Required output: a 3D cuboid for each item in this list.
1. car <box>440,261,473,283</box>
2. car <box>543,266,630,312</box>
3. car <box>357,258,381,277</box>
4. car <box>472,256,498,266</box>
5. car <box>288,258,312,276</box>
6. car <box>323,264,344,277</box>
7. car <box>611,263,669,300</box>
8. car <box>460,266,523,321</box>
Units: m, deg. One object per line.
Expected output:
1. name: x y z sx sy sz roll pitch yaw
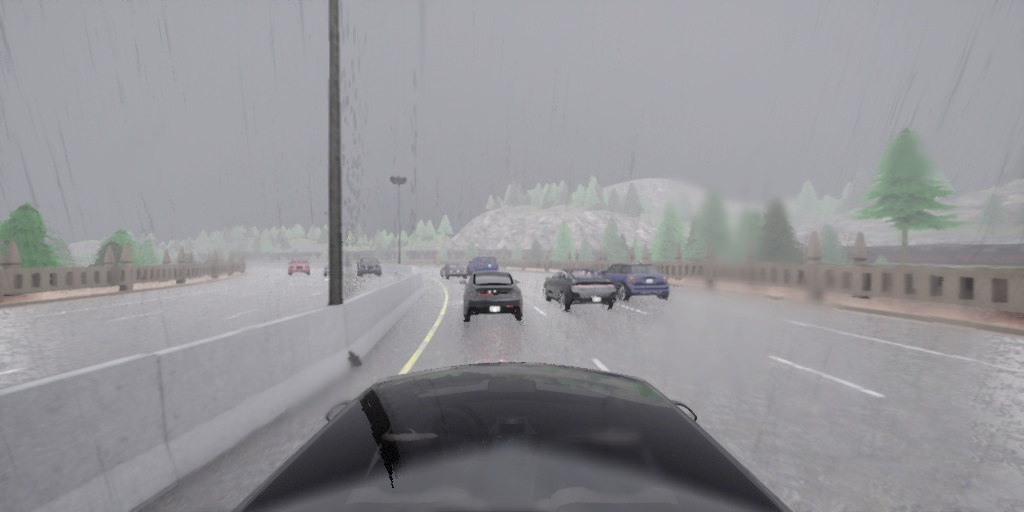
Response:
1. car: -5.466 1.400 33.233 2.033 1.411 5.357 0 0 -19
2. car: 2.534 1.248 14.395 2.128 1.511 4.902 0 0 -7
3. car: -15.796 1.182 39.575 2.150 2.045 5.566 0 0 -25
4. car: -3.052 1.066 36.790 2.150 2.045 5.566 0 0 -20
5. car: -25.483 1.286 43.097 2.150 2.045 5.566 0 0 -30
6. car: -19.479 1.540 39.208 2.033 1.411 5.357 0 0 -26
7. car: 5.582 1.097 17.493 2.097 1.767 4.553 0 0 -9
8. car: -0.772 1.275 12.679 1.837 1.490 4.892 0 0 -7
